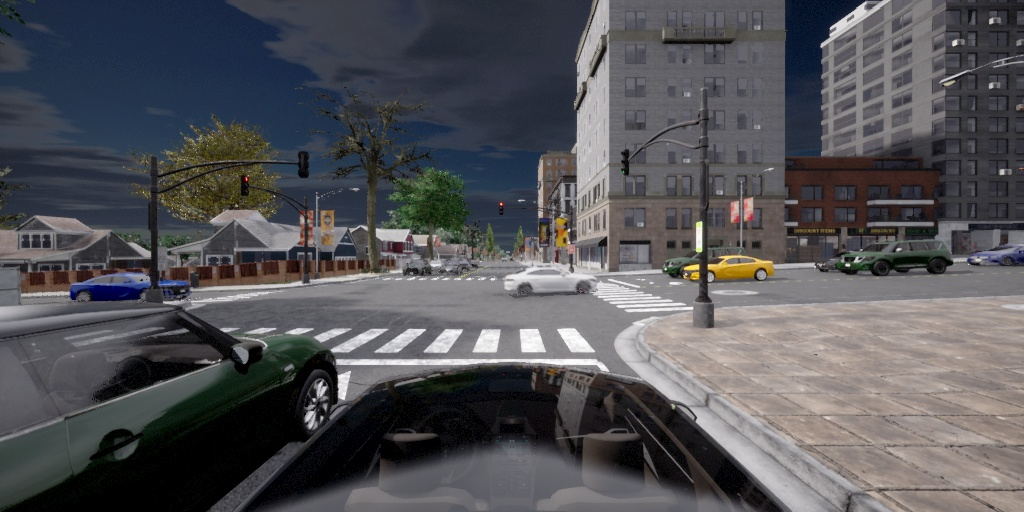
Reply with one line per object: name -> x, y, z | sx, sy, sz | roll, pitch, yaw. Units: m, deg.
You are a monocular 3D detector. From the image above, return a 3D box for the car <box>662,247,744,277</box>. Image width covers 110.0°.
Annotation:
car -> 13.452, 0.459, 24.985 | 5.566, 2.045, 2.150 | -2, 0, 0

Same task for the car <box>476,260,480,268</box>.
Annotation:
car -> -6.591, 1.325, 60.974 | 1.837, 1.490, 4.892 | 0, 0, 0

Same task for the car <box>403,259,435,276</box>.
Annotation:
car -> -9.850, 1.120, 37.503 | 2.097, 1.767, 4.553 | 0, 0, 0

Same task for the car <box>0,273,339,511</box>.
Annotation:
car -> -3.151, 1.102, 2.510 | 2.097, 1.767, 4.553 | 0, 0, 0

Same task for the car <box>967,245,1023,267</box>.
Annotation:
car -> 34.883, -0.041, 25.042 | 4.674, 1.442, 1.812 | -2, 0, 0

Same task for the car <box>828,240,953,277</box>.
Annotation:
car -> 23.128, 0.100, 21.765 | 5.566, 2.045, 2.150 | -2, 0, 0

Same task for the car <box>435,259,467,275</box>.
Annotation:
car -> -6.599, 1.262, 39.578 | 2.128, 1.511, 4.902 | 0, 0, 0

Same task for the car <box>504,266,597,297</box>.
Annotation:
car -> 1.916, 1.235, 18.275 | 4.674, 1.442, 1.812 | -2, 0, 0

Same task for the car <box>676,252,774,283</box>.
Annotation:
car -> 13.032, 0.742, 21.737 | 5.008, 1.535, 1.882 | -2, 0, -1

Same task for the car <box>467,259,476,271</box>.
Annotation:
car -> -6.605, 1.335, 49.296 | 2.033, 1.411, 5.357 | 0, 0, 0

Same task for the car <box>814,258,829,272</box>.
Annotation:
car -> 23.926, 0.342, 25.017 | 4.892, 1.490, 1.837 | -2, 0, 0
